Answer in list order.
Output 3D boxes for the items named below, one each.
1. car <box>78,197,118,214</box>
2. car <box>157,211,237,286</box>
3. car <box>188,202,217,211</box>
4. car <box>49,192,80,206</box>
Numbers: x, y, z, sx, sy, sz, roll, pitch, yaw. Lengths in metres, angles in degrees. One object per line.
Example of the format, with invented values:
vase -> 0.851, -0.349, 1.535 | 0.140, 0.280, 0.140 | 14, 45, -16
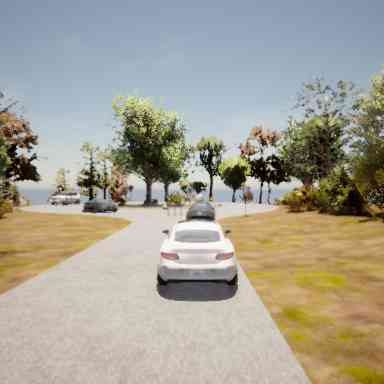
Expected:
car -> -9.215, 1.401, 33.401 | 4.181, 1.385, 1.994 | 0, 0, 44
car -> 0.137, 1.480, 9.132 | 1.812, 1.442, 4.674 | 0, 0, 1
car -> 0.801, 1.441, 25.249 | 1.994, 1.385, 4.181 | 0, 0, 7
car -> -19.273, 0.977, 50.703 | 2.150, 2.045, 5.566 | -1, 0, 14
